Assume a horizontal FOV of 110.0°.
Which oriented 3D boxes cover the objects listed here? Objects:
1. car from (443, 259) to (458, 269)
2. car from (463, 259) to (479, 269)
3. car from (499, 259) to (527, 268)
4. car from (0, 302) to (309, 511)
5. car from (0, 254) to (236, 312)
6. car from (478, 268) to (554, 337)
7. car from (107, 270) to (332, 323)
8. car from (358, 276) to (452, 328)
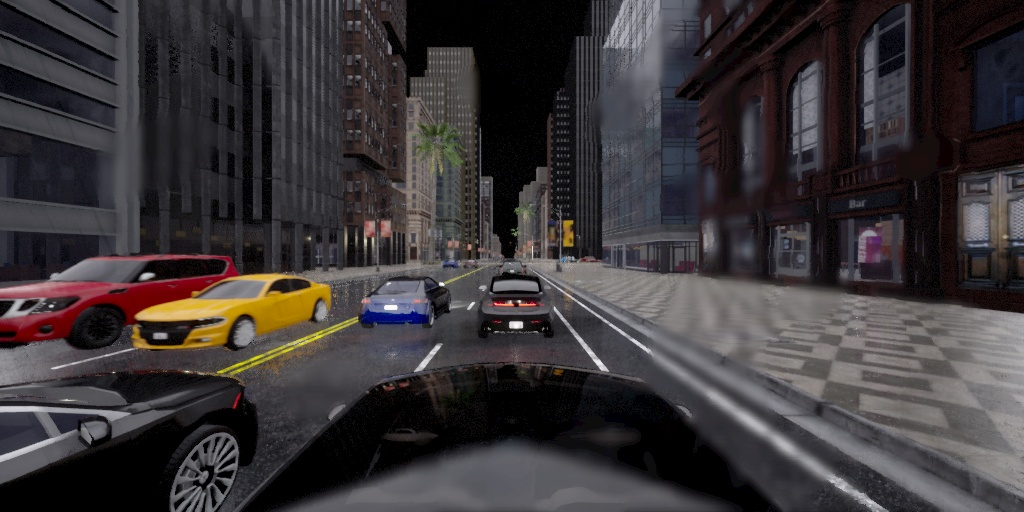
[{"bbox_3d":[-9.831,1.234,57.512,1.882,1.535,5.008,0,0,0],"label":"car"},{"bbox_3d":[-6.579,1.282,57.667,1.812,1.442,4.674,0,0,0],"label":"car"},{"bbox_3d":[0.058,1.102,27.674,2.097,1.767,4.553,0,0,1],"label":"car"},{"bbox_3d":[-3.147,1.241,1.179,2.128,1.511,4.902,0,0,0],"label":"car"},{"bbox_3d":[-9.859,0.971,9.437,2.150,2.045,5.566,0,0,0],"label":"car"},{"bbox_3d":[0.091,1.254,10.223,1.837,1.490,4.892,0,0,0],"label":"car"},{"bbox_3d":[-6.608,1.227,9.230,1.882,1.535,5.008,0,0,0],"label":"car"},{"bbox_3d":[-3.160,1.313,11.348,1.994,1.385,4.181,0,0,0],"label":"car"}]
